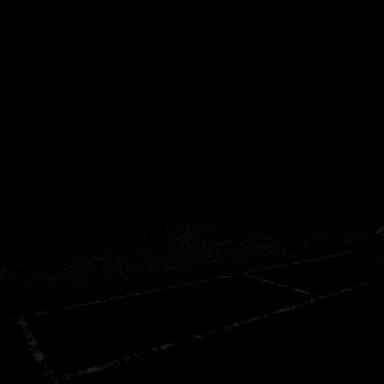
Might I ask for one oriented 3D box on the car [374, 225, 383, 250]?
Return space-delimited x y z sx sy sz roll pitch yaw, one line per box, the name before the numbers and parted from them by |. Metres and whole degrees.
car | 8.882 1.438 12.969 4.097 1.590 1.967 0 -1 -35
